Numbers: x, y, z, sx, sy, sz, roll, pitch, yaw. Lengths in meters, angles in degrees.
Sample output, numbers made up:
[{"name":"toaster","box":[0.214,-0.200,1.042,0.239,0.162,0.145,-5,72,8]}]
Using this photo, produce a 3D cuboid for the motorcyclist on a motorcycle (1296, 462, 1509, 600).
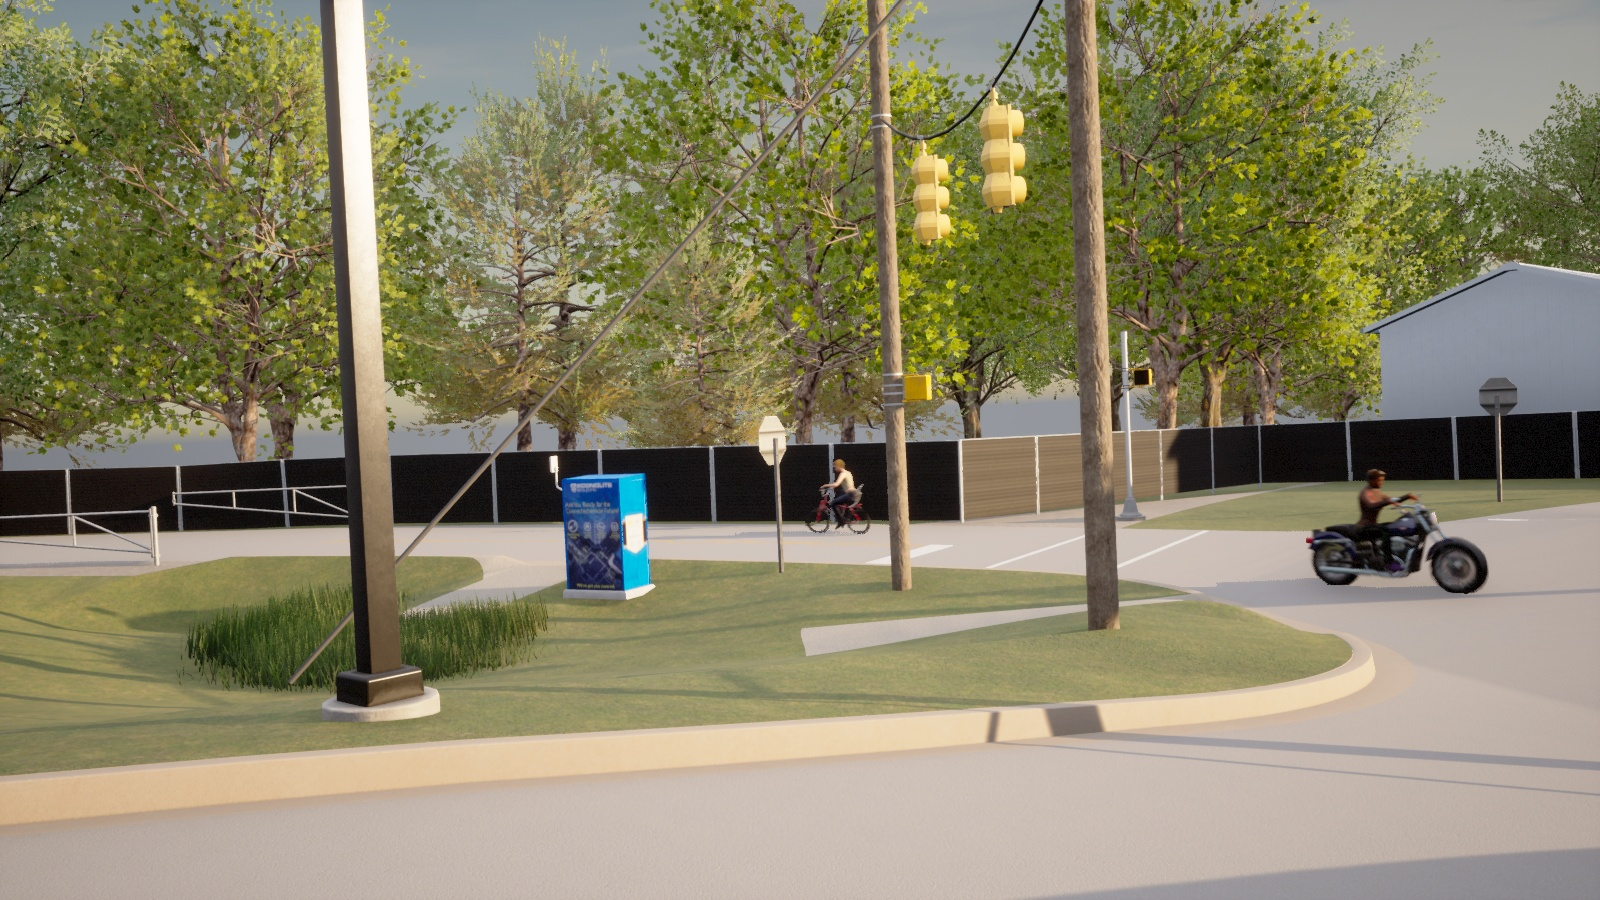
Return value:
[{"name":"motorcyclist on a motorcycle","box":[7.925,1.023,16.631,0.766,1.649,2.350,-6,3,-39]}]

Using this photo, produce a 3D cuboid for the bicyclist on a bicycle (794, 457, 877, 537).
[{"name":"bicyclist on a bicycle","box":[0.766,1.007,27.031,1.509,1.612,0.866,-1,3,26]}]
